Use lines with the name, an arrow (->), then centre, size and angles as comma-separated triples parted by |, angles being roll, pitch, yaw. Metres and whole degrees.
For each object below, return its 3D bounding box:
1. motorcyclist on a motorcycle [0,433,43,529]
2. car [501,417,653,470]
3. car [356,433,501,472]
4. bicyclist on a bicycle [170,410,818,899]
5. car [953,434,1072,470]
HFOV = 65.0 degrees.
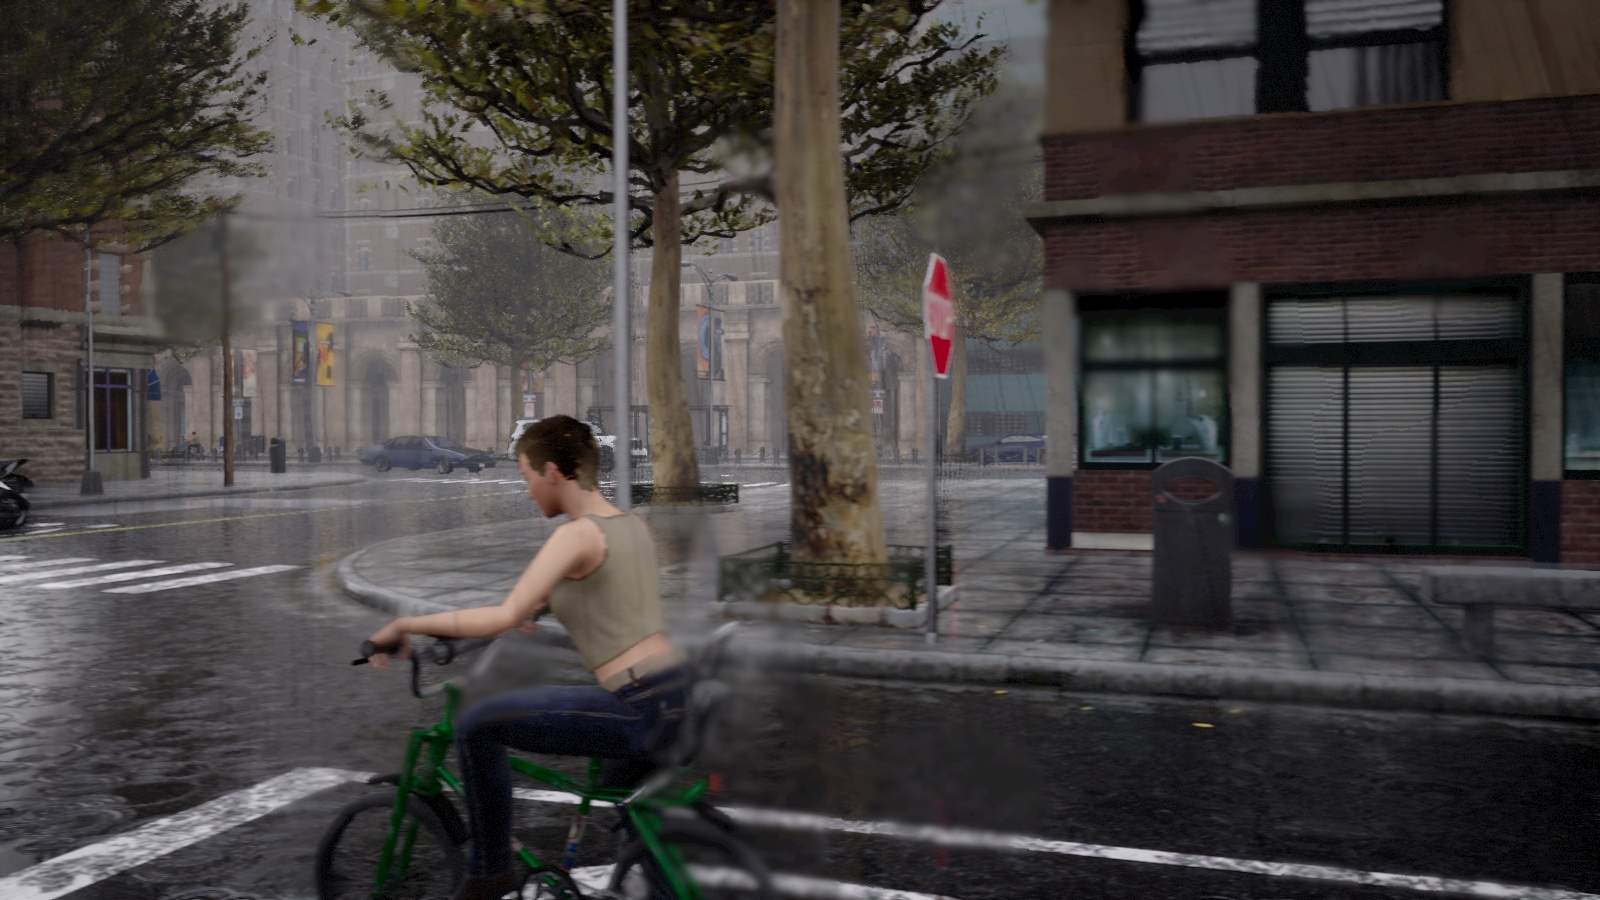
motorcyclist on a motorcycle -> -13.240, 0.495, 19.789 | 0.866, 1.530, 2.191 | 1, 1, 19
car -> -8.854, -0.285, 49.876 | 5.566, 2.045, 2.150 | 1, 1, 18
car -> -14.077, 0.062, 47.469 | 5.357, 1.411, 2.033 | 1, 1, 28
bicyclist on a bicycle -> -0.807, 0.704, 3.476 | 1.509, 1.612, 0.866 | 1, 1, 20
car -> 8.874, 0.048, 52.387 | 4.674, 1.442, 1.812 | 1, 1, 18
